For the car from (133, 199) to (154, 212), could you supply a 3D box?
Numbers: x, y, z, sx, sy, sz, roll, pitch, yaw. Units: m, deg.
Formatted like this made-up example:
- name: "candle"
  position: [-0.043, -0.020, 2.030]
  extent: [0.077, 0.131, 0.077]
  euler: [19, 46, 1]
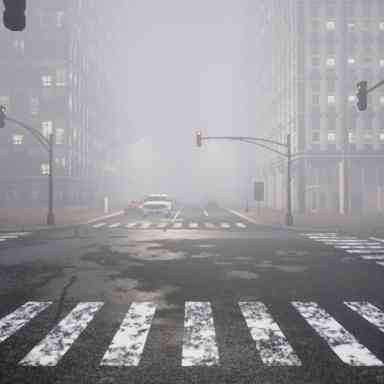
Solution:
- name: "car"
  position: [-5.659, 1.597, 39.364]
  extent: [1.802, 1.307, 4.206]
  euler: [1, 0, 0]

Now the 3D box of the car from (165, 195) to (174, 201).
- name: "car"
  position: [-5.637, 1.578, 83.965]
  extent: [1.887, 1.381, 4.507]
  euler: [1, 0, 0]

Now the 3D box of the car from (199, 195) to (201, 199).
- name: "car"
  position: [2.732, 1.590, 61.730]
  extent: [1.947, 1.339, 4.313]
  euler: [1, 0, 0]

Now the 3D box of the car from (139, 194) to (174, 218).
- name: "car"
  position: [-3.083, 1.233, 30.352]
  extent: [2.150, 2.045, 5.566]
  euler: [0, 0, 0]

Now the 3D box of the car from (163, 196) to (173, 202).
- name: "car"
  position: [-5.640, 1.582, 78.390]
  extent: [2.008, 1.369, 4.403]
  euler: [1, 0, 0]

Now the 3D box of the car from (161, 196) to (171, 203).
- name: "car"
  position: [-5.642, 1.573, 72.814]
  extent: [1.887, 1.381, 4.507]
  euler: [1, 0, 0]

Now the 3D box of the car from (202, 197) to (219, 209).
- name: "car"
  position: [2.724, 1.599, 44.997]
  extent: [1.802, 1.307, 4.206]
  euler: [1, 0, 0]

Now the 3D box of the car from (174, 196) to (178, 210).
- name: "car"
  position: [-3.079, 1.541, 40.669]
  extent: [1.812, 1.442, 4.674]
  euler: [0, 0, 0]

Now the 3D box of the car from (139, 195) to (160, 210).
- name: "car"
  position: [-5.651, 1.332, 44.939]
  extent: [2.192, 1.841, 5.009]
  euler: [1, 0, 0]

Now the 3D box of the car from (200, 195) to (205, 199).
- name: "car"
  position: [2.731, 1.547, 56.323]
  extent: [1.752, 1.417, 4.829]
  euler: [1, 0, 0]

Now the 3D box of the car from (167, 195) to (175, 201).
- name: "car"
  position: [-5.635, 1.587, 89.540]
  extent: [2.008, 1.369, 4.403]
  euler: [1, 0, 0]

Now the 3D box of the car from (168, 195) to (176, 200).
- name: "car"
  position: [-5.633, 1.605, 95.115]
  extent: [1.947, 1.339, 4.313]
  euler: [1, 0, 0]

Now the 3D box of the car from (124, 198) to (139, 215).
- name: "car"
  position: [-5.658, 1.453, 33.788]
  extent: [1.967, 1.590, 4.097]
  euler: [1, 0, 0]
